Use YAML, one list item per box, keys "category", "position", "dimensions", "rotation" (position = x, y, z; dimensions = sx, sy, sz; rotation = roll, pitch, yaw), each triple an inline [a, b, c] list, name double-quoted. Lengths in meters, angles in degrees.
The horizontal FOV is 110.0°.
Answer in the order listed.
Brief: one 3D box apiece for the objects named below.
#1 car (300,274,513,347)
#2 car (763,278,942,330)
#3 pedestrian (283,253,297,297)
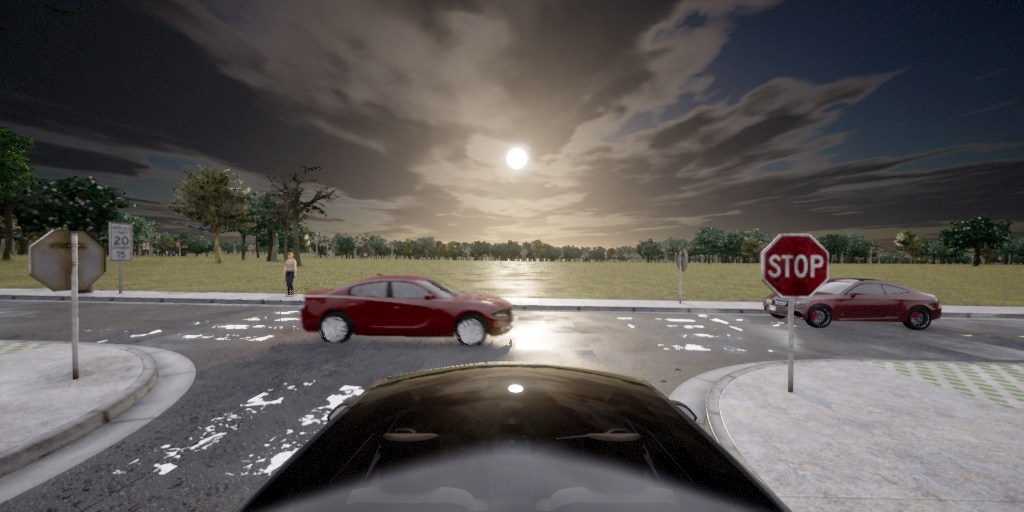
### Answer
- category: "car"
  position: [-2.474, 1.214, 8.846]
  dimensions: [5.008, 1.535, 1.882]
  rotation: [0, 0, 2]
- category: "car"
  position: [10.658, 1.434, 11.395]
  dimensions: [4.674, 1.442, 1.812]
  rotation: [1, 0, 2]
- category: "pedestrian"
  position: [-9.244, 0.753, 14.917]
  dimensions: [0.375, 1.860, 0.375]
  rotation: [0, -1, 2]
